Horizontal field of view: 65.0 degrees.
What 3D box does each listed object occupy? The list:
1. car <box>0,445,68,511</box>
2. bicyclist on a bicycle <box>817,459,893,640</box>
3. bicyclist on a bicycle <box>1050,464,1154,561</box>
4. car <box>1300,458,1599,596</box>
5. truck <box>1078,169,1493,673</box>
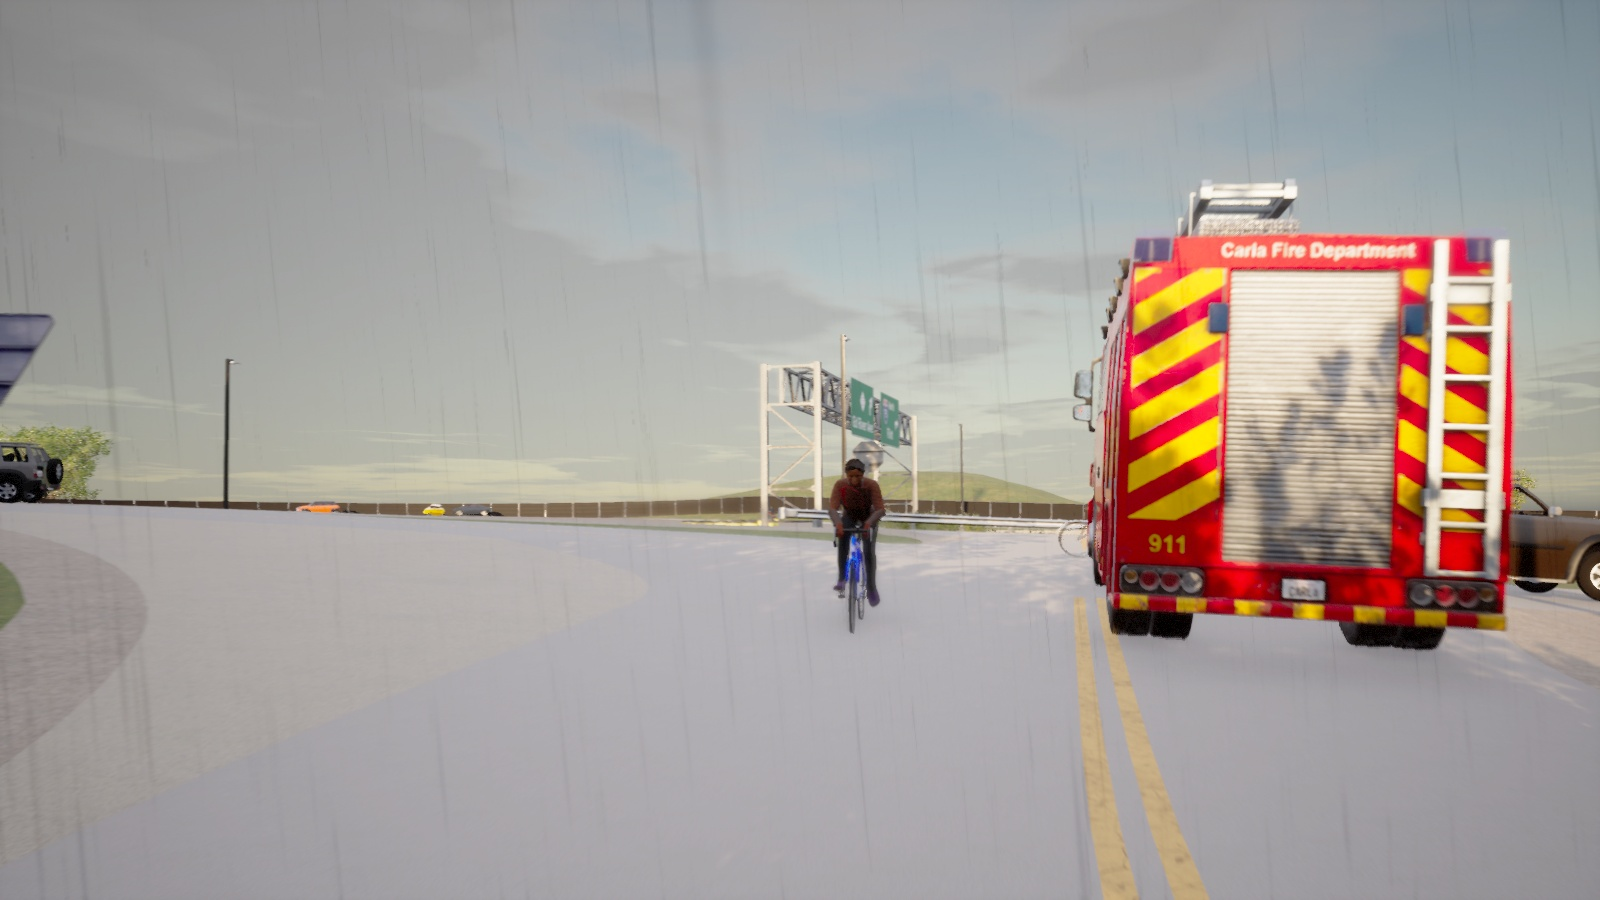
[{"bbox_3d":[-24.352,0.793,36.743,4.605,1.855,1.932,2,-3,-12],"label":"car"},{"bbox_3d":[0.554,0.907,12.160,0.582,1.620,1.656,-1,0,7],"label":"bicyclist on a bicycle"},{"bbox_3d":[5.858,1.201,24.423,1.843,1.776,0.659,2,-2,9],"label":"bicyclist on a bicycle"},{"bbox_3d":[10.534,1.201,19.602,4.605,1.855,1.932,3,-2,-3],"label":"car"},{"bbox_3d":[4.679,-0.185,13.980,2.891,3.827,8.468,2,-1,12],"label":"truck"}]
